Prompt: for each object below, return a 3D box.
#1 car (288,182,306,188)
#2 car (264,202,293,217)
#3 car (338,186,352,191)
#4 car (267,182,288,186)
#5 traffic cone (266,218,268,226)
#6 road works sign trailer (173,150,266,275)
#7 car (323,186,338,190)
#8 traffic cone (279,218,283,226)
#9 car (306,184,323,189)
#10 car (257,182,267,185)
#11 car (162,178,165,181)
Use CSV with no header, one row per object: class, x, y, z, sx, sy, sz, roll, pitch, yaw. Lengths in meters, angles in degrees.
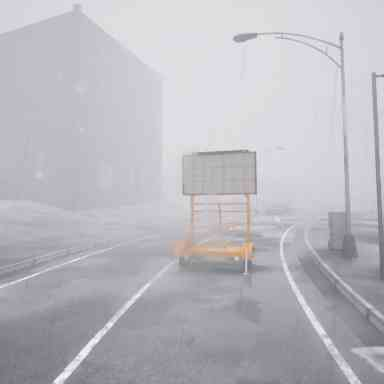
car,22.946,-1.442,76.254,4.553,1.767,2.185,2,-5,-27
car,9.587,1.930,36.683,1.837,1.490,4.892,-4,-3,38
car,37.426,-0.646,84.471,4.892,1.521,2.231,3,-5,-31
car,18.034,-1.521,73.726,5.008,1.535,2.097,2,-5,-26
traffic cone,5.144,2.080,23.036,0.340,0.580,0.340,-2,-1,17
road works sign trailer,0.919,0.493,10.697,2.380,3.560,2.880,-1,0,18
car,32.773,-0.834,81.693,4.674,1.452,2.002,3,-5,-30
traffic cone,6.099,2.049,22.751,0.340,0.580,0.340,-2,-1,17
car,27.977,-1.066,78.972,4.792,1.488,2.163,2,-5,-28
car,13.047,-1.678,71.299,4.674,1.452,2.002,2,-5,-25
car,-7.073,-2.466,62.411,4.553,1.767,2.185,2,-5,-24
